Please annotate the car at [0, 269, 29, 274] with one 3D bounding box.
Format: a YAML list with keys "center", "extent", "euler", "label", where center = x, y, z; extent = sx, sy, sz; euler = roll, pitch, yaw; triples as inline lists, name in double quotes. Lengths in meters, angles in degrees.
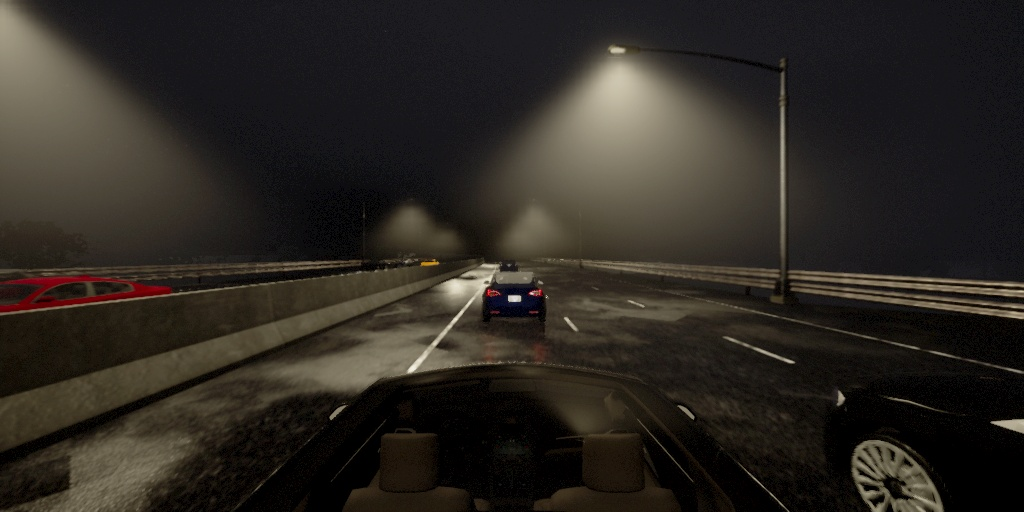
- center: [-14.121, 1.106, 8.360]
  extent: [2.097, 1.767, 4.553]
  euler: [0, 0, 0]
  label: "car"

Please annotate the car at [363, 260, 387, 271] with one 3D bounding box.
- center: [-18.186, 1.216, 47.784]
  extent: [1.882, 1.535, 5.008]
  euler: [0, 0, -1]
  label: "car"

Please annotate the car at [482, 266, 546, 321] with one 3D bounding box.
- center: [0.058, 1.253, 12.498]
  extent: [2.163, 1.488, 4.792]
  euler: [0, 0, 0]
  label: "car"

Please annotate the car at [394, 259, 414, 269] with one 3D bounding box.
- center: [-14.723, 1.228, 49.088]
  extent: [2.128, 1.511, 4.902]
  euler: [0, 0, -1]
  label: "car"

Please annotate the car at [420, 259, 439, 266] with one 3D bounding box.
- center: [-11.226, 1.213, 49.178]
  extent: [1.882, 1.535, 5.008]
  euler: [0, 0, -1]
  label: "car"

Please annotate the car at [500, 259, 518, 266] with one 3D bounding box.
- center: [-0.369, 1.090, 41.992]
  extent: [2.097, 1.767, 4.553]
  euler: [0, 0, -1]
  label: "car"

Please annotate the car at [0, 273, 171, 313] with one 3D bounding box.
- center: [-10.619, 1.230, 8.122]
  extent: [1.882, 1.535, 5.008]
  euler: [0, 0, 0]
  label: "car"

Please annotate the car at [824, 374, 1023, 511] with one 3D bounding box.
- center: [3.594, 1.241, 1.058]
  extent: [2.128, 1.511, 4.902]
  euler: [0, 0, 0]
  label: "car"
